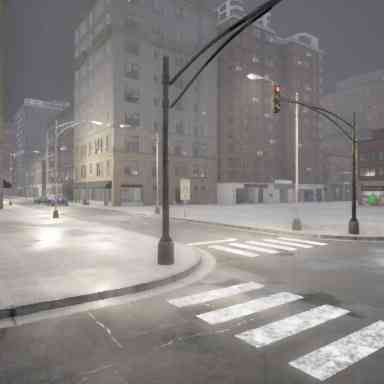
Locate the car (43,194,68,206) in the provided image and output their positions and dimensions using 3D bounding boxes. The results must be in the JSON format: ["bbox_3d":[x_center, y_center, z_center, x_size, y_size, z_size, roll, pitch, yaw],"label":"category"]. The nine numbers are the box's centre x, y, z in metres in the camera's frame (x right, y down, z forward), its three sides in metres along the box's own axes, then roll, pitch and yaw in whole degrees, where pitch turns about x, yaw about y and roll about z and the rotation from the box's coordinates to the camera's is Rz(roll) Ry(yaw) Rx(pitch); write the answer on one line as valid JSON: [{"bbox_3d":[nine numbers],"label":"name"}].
[{"bbox_3d":[-19.612,1.119,48.219,2.097,1.767,4.553,0,0,-36],"label":"car"}]

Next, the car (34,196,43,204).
[{"bbox_3d":[-25.409,1.288,56.331,1.994,1.385,4.181,0,0,-36],"label":"car"}]
